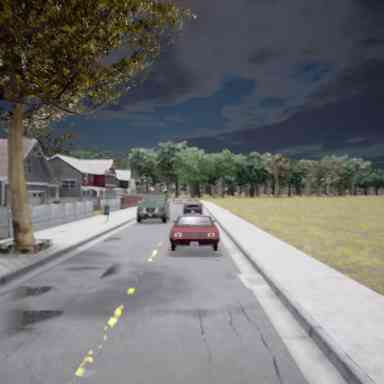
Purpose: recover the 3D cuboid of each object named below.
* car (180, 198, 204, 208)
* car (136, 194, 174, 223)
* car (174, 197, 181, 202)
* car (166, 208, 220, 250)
[{"bbox_3d":[0.084,1.496,32.046,1.837,1.490,4.892,0,0,0],"label":"car"},{"bbox_3d":[-2.862,1.214,25.598,2.150,2.045,5.566,0,0,0],"label":"car"},{"bbox_3d":[-2.886,1.595,66.503,1.895,1.301,4.718,0,0,-2],"label":"car"},{"bbox_3d":[0.094,1.597,14.332,1.895,1.301,4.718,0,0,0],"label":"car"}]
